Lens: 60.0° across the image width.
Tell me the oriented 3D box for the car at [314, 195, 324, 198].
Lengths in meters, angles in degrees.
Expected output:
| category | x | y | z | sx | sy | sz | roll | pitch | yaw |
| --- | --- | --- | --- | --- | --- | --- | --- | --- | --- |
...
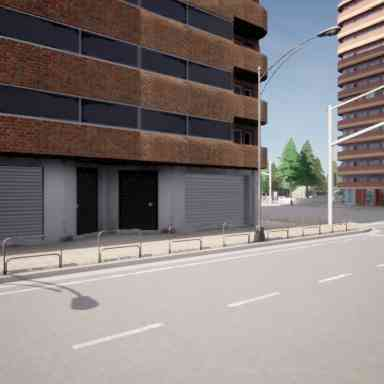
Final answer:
| category | x | y | z | sx | sy | sz | roll | pitch | yaw |
| --- | --- | --- | --- | --- | --- | --- | --- | --- | --- |
| car | 30.586 | 1.469 | 79.194 | 4.674 | 1.442 | 1.812 | 0 | 0 | -30 |
